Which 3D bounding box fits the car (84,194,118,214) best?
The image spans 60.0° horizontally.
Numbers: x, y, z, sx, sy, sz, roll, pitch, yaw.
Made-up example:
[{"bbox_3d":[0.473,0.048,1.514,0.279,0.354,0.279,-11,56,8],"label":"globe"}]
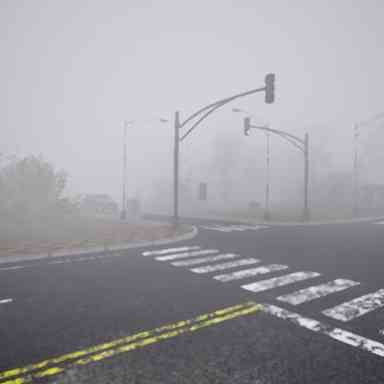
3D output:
[{"bbox_3d":[-9.815,1.226,35.548,2.150,2.045,5.566,1,-1,-36],"label":"car"}]
